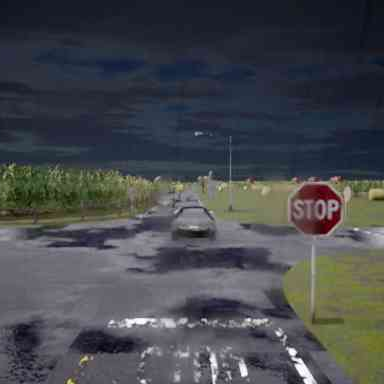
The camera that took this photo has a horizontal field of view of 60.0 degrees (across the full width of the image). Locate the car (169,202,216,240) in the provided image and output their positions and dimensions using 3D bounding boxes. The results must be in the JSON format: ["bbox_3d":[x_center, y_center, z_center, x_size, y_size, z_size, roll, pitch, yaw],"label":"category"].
[{"bbox_3d":[0.080,1.402,15.964,1.994,1.385,4.181,0,1,0],"label":"car"}]

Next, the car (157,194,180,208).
[{"bbox_3d":[-2.893,1.071,38.360,2.128,1.511,4.902,0,1,0],"label":"car"}]
